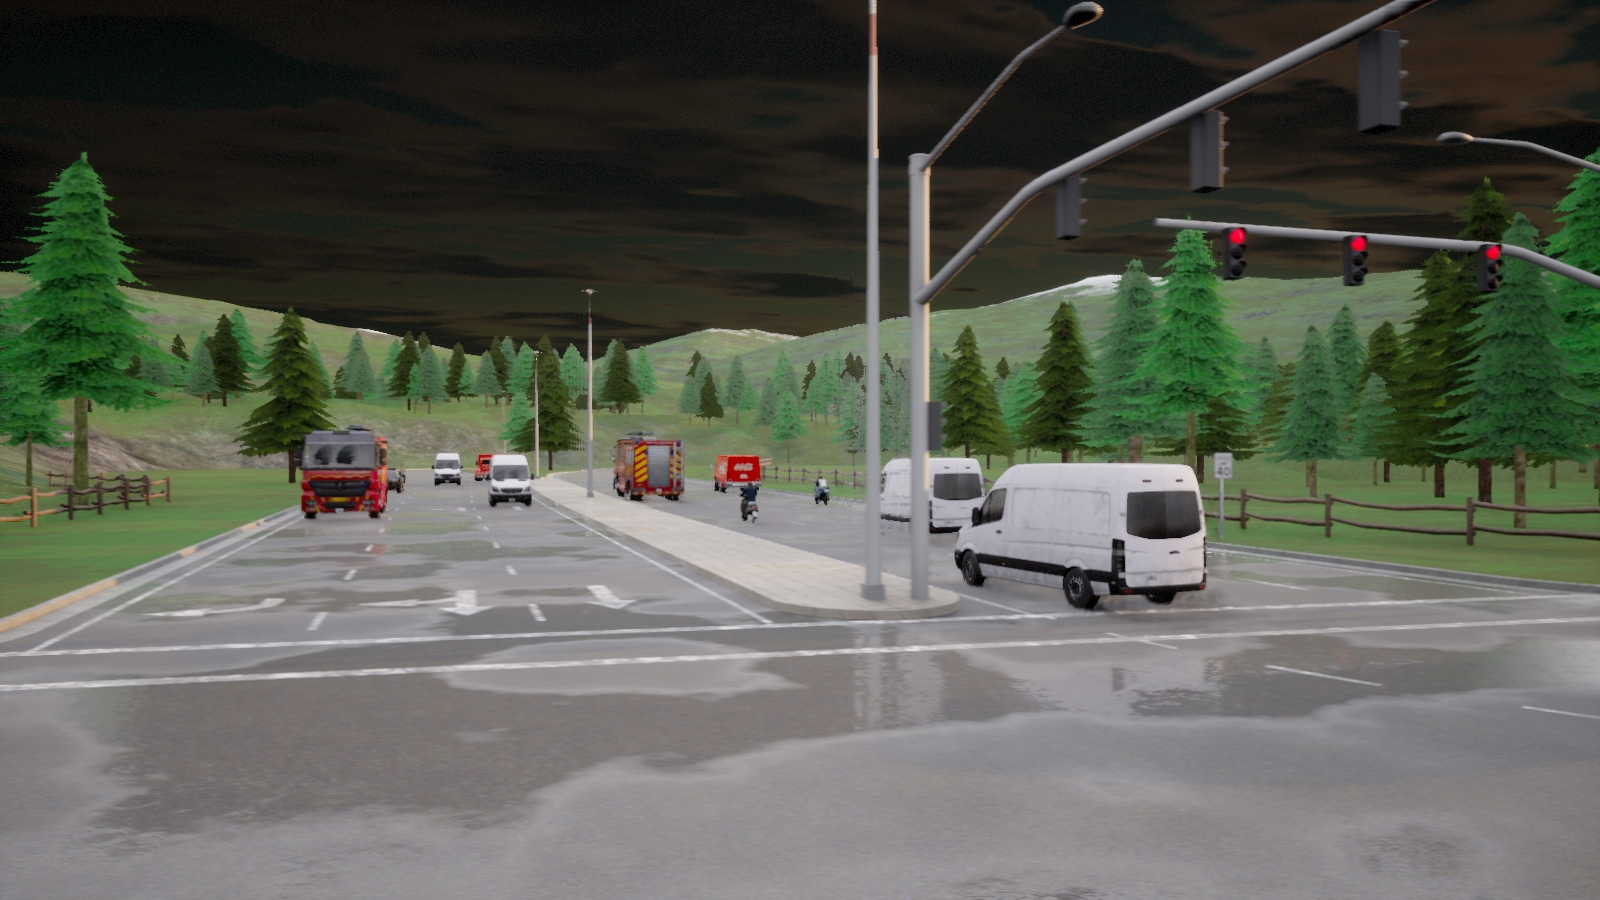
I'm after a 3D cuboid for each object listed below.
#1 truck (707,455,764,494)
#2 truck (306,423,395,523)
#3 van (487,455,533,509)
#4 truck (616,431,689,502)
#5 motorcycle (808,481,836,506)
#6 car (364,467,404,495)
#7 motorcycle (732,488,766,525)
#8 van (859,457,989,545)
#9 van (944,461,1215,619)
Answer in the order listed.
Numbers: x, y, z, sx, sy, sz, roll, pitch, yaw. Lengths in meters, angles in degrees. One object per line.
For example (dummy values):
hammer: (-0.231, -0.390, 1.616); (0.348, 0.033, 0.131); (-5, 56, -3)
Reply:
truck: (-4.308, 1.567, 75.530); (2.627, 2.467, 5.204); (0, 0, -16)
truck: (-18.824, 0.891, 48.275); (2.891, 3.827, 8.468); (0, 0, -17)
van: (-14.721, 1.535, 57.847); (1.988, 2.561, 5.915); (0, 0, -17)
truck: (-8.671, 0.890, 66.374); (2.891, 3.827, 8.468); (0, 0, -17)
motorcycle: (1.104, 2.185, 57.431); (0.803, 1.199, 2.033); (0, 0, -17)
car: (-26.974, 1.983, 74.299); (2.097, 1.638, 5.238); (0, 0, -16)
motorcycle: (-1.952, 2.141, 43.786); (0.856, 1.316, 1.805); (0, 0, -18)
van: (3.872, 1.533, 36.921); (1.988, 2.561, 5.915); (0, 0, -17)
van: (5.127, 1.533, 22.108); (1.988, 2.561, 5.915); (0, 0, -22)
